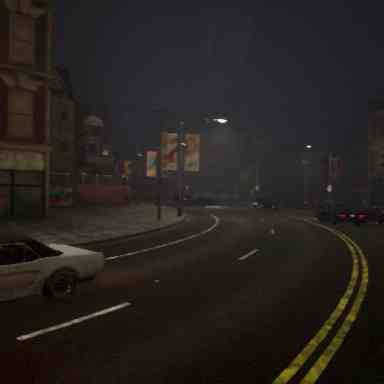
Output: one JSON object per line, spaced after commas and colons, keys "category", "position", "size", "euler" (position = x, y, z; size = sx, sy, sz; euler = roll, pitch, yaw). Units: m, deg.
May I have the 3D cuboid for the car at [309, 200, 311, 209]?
{"category": "car", "position": [16.025, 1.657, 38.785], "size": [1.895, 1.301, 4.718], "euler": [1, 0, -9]}

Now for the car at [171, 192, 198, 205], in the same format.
{"category": "car", "position": [-1.442, 0.821, 46.934], "size": [1.837, 1.490, 4.892], "euler": [1, 0, -28]}

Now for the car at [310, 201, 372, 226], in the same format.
{"category": "car", "position": [10.639, 1.595, 24.219], "size": [2.033, 1.411, 5.357], "euler": [1, 0, 4]}

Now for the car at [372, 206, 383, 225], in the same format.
{"category": "car", "position": [14.057, 1.712, 24.866], "size": [1.895, 1.301, 4.718], "euler": [1, 0, 3]}

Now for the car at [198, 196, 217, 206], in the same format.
{"category": "car", "position": [1.895, 1.290, 48.020], "size": [1.994, 1.385, 4.181], "euler": [1, 0, -27]}

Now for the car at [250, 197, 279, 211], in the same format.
{"category": "car", "position": [8.634, 1.414, 40.181], "size": [1.837, 1.490, 4.892], "euler": [1, 1, -15]}

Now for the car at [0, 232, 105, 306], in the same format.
{"category": "car", "position": [-4.093, 1.475, 6.052], "size": [1.895, 1.301, 4.718], "euler": [1, 1, 40]}

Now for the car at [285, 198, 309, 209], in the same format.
{"category": "car", "position": [14.378, 1.515, 44.273], "size": [2.002, 1.452, 4.674], "euler": [1, 0, -19]}
